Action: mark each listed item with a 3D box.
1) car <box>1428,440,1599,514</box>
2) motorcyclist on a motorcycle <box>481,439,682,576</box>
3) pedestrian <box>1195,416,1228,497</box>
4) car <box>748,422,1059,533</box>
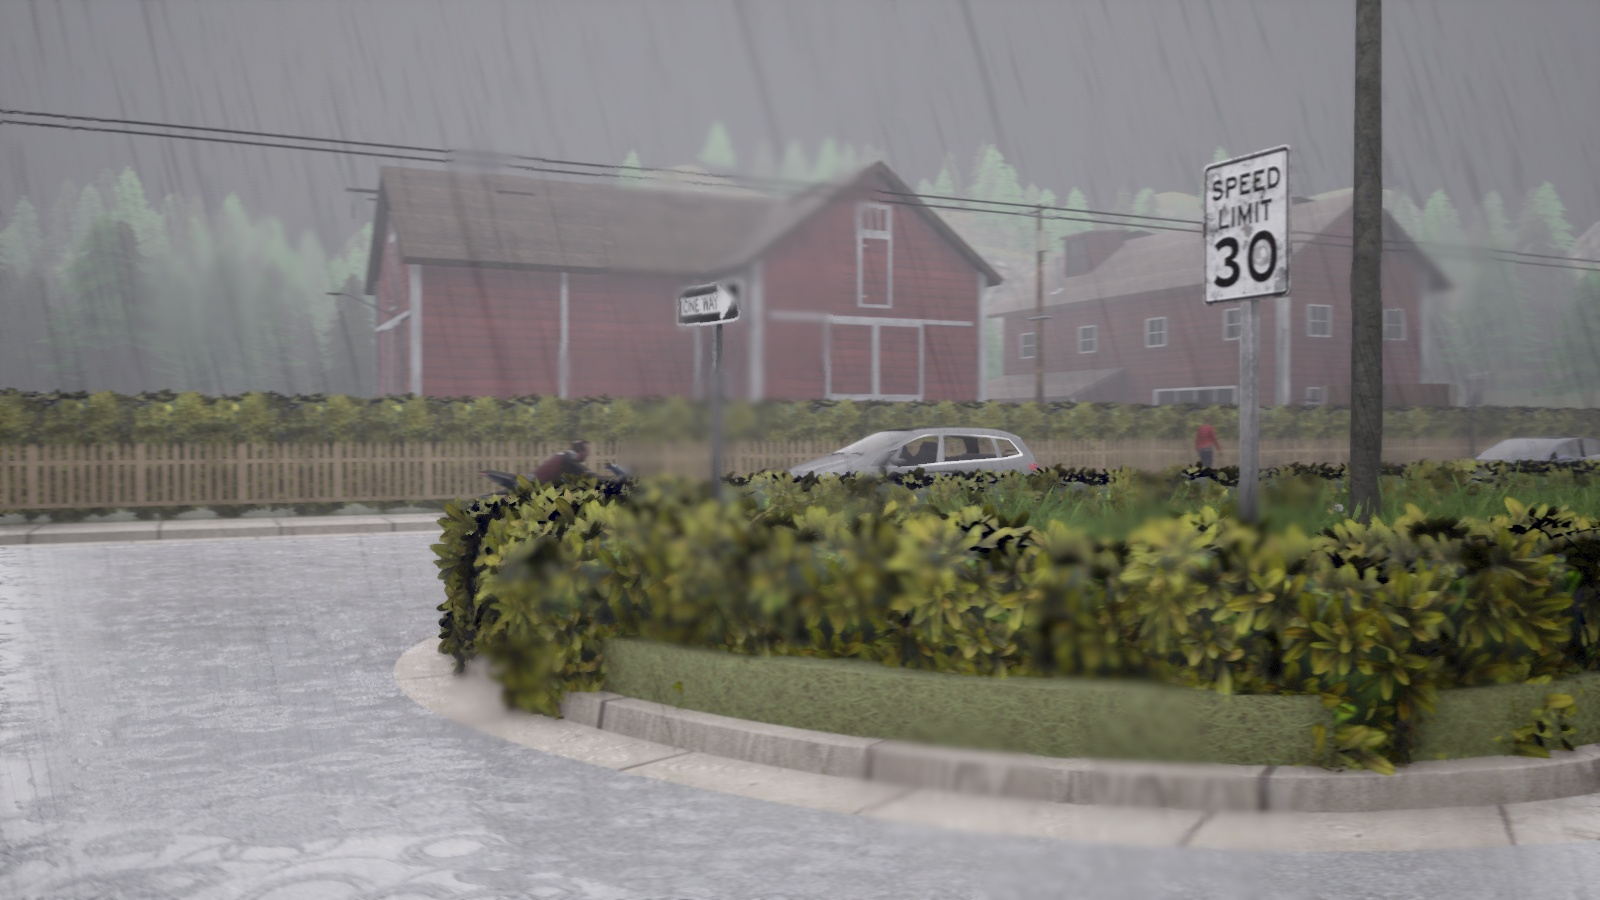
[{"bbox_3d":[16.497,0.547,27.771,4.792,1.488,2.163,0,1,-25],"label":"car"},{"bbox_3d":[-2.590,0.642,14.916,2.191,1.530,0.866,0,1,-25],"label":"motorcyclist on a motorcycle"},{"bbox_3d":[9.439,0.145,28.805,0.636,1.846,0.331,0,1,-28],"label":"pedestrian"},{"bbox_3d":[1.709,0.397,20.805,4.611,1.667,2.242,0,1,-25],"label":"car"}]
